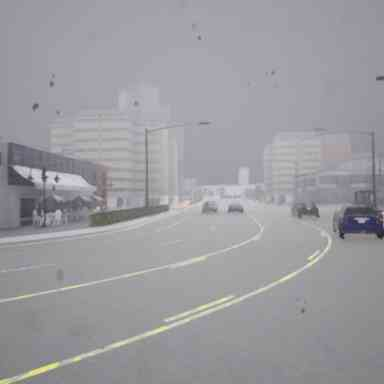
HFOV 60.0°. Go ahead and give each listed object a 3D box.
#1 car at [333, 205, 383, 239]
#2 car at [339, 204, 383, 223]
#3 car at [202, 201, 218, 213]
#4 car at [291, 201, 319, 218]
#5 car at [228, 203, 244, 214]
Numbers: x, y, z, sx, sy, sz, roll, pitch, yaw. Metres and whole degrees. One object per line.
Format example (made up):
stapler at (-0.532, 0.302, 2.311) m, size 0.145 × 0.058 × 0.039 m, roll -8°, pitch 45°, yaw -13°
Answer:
car at (9.240, 1.521, 18.805) m, size 2.097 × 1.767 × 4.553 m, roll -1°, pitch -1°, yaw 19°
car at (14.734, 1.799, 29.052) m, size 2.033 × 1.411 × 5.357 m, roll -1°, pitch -1°, yaw 7°
car at (2.609, 2.038, 46.669) m, size 2.097 × 1.767 × 4.553 m, roll -1°, pitch -1°, yaw 6°
car at (11.958, 1.739, 35.398) m, size 2.097 × 1.767 × 4.553 m, roll -1°, pitch -1°, yaw 7°
car at (5.982, 2.187, 45.416) m, size 1.994 × 1.385 × 4.181 m, roll -1°, pitch -1°, yaw 6°
